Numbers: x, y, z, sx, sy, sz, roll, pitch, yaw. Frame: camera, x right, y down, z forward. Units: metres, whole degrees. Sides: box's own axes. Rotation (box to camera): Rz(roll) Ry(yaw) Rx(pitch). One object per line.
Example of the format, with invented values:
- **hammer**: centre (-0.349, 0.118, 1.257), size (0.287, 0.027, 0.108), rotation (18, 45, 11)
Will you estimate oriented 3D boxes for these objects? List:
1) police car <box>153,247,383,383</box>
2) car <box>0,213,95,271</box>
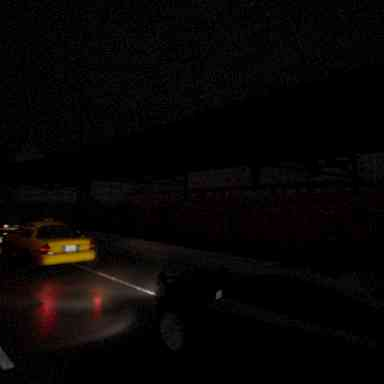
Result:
- **police car**: centre (1.383, 1.580, 4.381), size (1.930, 1.638, 5.238), rotation (2, -2, -42)
- **car**: centre (-5.342, 1.689, 11.894), size (1.801, 1.575, 5.366), rotation (2, -2, -42)
